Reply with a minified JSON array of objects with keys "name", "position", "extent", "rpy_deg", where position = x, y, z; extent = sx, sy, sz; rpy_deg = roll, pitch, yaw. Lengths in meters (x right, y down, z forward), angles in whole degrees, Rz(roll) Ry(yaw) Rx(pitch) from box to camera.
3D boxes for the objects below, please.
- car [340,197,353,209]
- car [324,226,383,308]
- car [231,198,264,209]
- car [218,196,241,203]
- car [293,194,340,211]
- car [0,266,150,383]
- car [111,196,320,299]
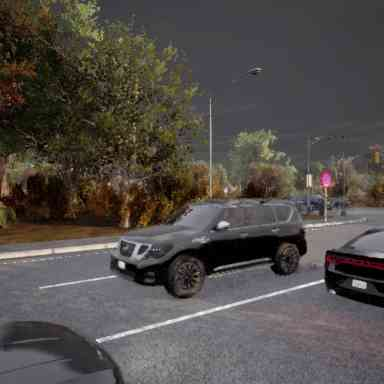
[{"name":"car","position":[19.684,1.503,45.924],"extent":[1.837,1.490,4.892],"rpy_deg":[0,0,-32]},{"name":"car","position":[4.965,1.477,7.315],"extent":[5.008,1.535,1.882],"rpy_deg":[0,0,-36]},{"name":"car","position":[7.507,1.520,45.288],"extent":[1.812,1.442,4.674],"rpy_deg":[0,0,-32]},{"name":"car","position":[7.401,1.467,65.399],"extent":[1.895,1.301,4.718],"rpy_deg":[0,1,-33]},{"name":"car","position":[14.638,1.220,40.637],"extent":[2.150,2.045,5.566],"rpy_deg":[0,0,-31]},{"name":"car","position":[-2.749,1.505,1.776],"extent":[4.892,1.490,1.837],"rpy_deg":[0,0,-36]},{"name":"car","position":[0.723,1.221,8.821],"extent":[5.566,2.045,2.150],"rpy_deg":[0,0,-36]}]
